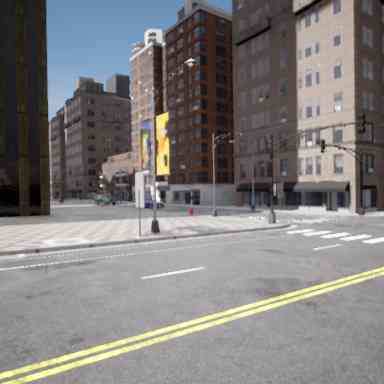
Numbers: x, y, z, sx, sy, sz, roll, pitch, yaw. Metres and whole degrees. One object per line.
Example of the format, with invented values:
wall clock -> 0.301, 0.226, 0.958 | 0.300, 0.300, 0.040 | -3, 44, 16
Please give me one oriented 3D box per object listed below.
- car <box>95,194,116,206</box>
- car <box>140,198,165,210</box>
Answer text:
car -> -15.657, 1.470, 60.078 | 2.150, 2.045, 5.566 | -1, 1, -35
car -> -5.597, 1.609, 45.626 | 1.882, 1.535, 5.008 | -1, 1, -35
